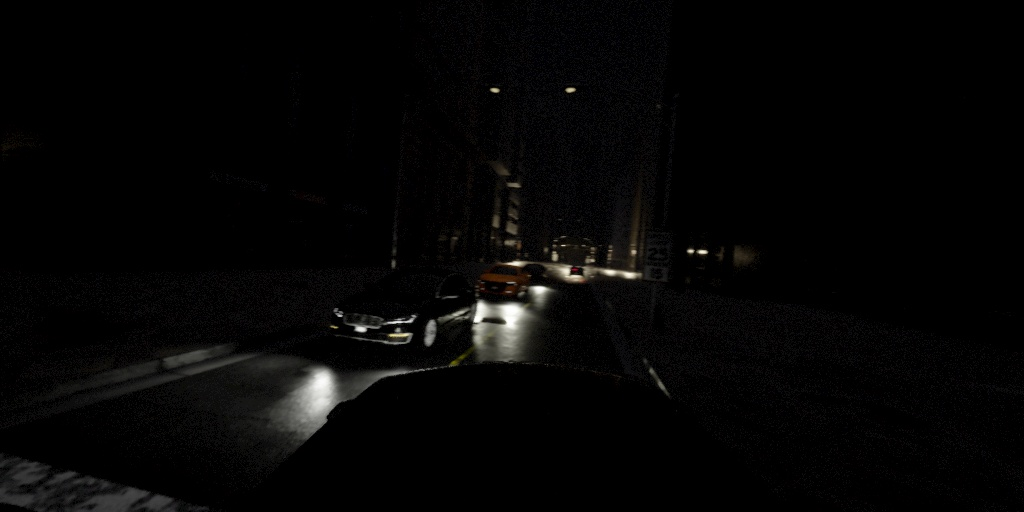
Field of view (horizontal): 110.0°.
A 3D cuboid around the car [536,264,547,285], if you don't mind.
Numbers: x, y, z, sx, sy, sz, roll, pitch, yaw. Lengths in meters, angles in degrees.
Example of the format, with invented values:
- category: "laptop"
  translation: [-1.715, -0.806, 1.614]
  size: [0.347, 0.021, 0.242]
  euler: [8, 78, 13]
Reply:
- category: "car"
  translation: [1.730, 1.332, 28.626]
  size: [1.882, 1.535, 5.008]
  euler: [5, 0, 11]

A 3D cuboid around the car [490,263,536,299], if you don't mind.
- category: "car"
  translation: [-0.265, 1.177, 18.370]
  size: [1.882, 1.535, 5.008]
  euler: [5, 0, 11]

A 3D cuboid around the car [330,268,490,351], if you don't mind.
- category: "car"
  translation: [-2.154, 1.056, 8.596]
  size: [1.837, 1.490, 4.892]
  euler: [5, 0, 11]

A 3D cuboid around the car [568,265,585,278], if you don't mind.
- category: "car"
  translation: [7.990, 1.856, 44.310]
  size: [2.128, 1.511, 4.902]
  euler: [5, 0, 11]
